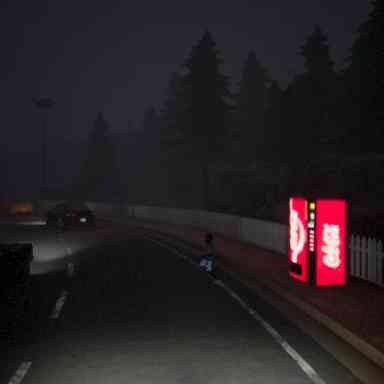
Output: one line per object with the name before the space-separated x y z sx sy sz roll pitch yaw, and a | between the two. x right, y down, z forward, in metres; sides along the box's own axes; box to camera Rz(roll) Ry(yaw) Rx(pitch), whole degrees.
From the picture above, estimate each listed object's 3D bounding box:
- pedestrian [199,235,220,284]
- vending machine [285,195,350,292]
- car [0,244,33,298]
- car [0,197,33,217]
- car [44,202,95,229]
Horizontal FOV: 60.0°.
pedestrian | 0.432 1.217 7.912 0.375 1.860 0.375 0 1 -14
vending machine | 2.909 1.120 7.777 1.100 2.100 0.880 0 1 -13
car | -4.468 1.540 6.264 1.895 1.301 4.718 0 1 -13
car | -15.180 1.212 27.928 5.008 1.535 1.882 0 1 40
car | -7.356 1.336 19.915 1.812 1.442 4.674 0 1 -38
